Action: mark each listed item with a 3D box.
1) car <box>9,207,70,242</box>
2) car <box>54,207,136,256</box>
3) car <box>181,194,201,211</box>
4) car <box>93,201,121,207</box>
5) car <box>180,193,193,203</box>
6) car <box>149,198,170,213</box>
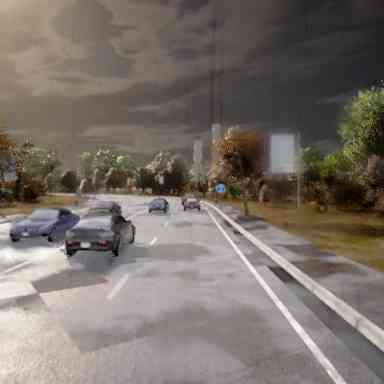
[{"bbox_3d":[-7.036,1.514,16.411,1.812,1.442,4.674,0,0,1],"label":"car"},{"bbox_3d":[-3.411,1.521,12.926,1.812,1.442,4.674,0,0,0],"label":"car"},{"bbox_3d":[-0.011,1.306,37.011,1.812,1.442,4.674,0,1,0],"label":"car"},{"bbox_3d":[-6.996,1.464,26.992,2.033,1.411,5.357,0,1,0],"label":"car"},{"bbox_3d":[-0.498,0.923,47.797,2.097,1.767,4.553,0,1,-6],"label":"car"},{"bbox_3d":[-3.416,1.364,34.811,2.033,1.411,5.357,0,1,0],"label":"car"}]
